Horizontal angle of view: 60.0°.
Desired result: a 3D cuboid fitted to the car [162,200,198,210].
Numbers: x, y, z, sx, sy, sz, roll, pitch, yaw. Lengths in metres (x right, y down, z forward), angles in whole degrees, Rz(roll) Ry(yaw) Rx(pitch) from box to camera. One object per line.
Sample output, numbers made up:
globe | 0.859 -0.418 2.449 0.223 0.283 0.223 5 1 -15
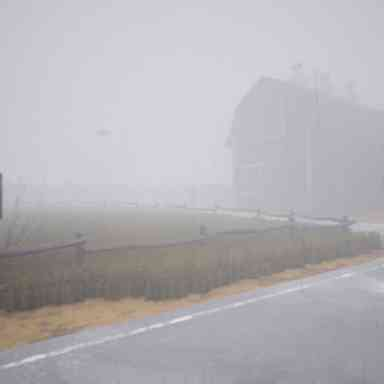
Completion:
car | -1.249 1.572 33.428 1.812 1.442 4.674 0 0 -38
